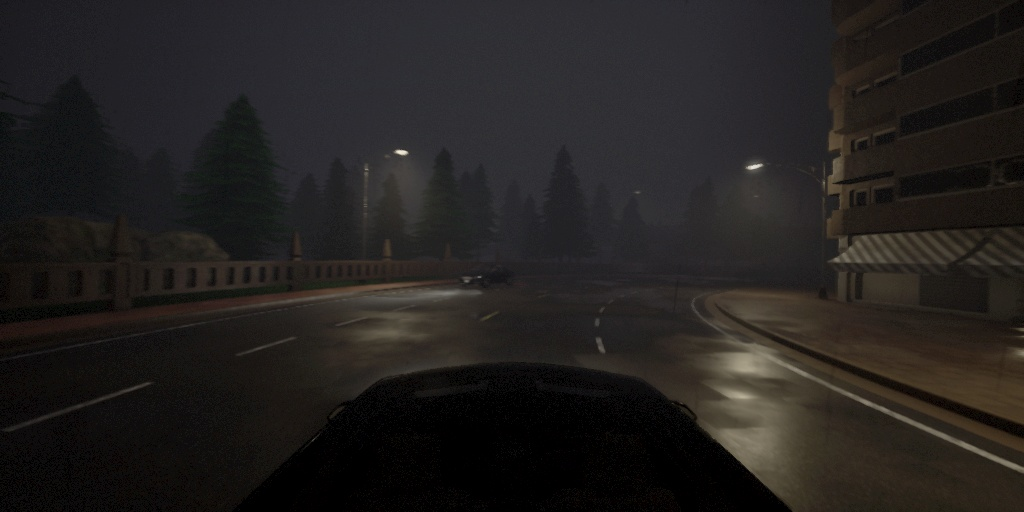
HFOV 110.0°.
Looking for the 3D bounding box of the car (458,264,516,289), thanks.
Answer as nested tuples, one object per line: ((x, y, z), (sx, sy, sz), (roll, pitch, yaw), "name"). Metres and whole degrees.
((-1.519, 1.279, 23.459), (2.128, 1.511, 4.902), (1, 0, 29), "car")

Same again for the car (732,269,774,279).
((30.970, 2.295, 46.082), (4.718, 1.301, 1.895), (1, 0, -10), "car")
